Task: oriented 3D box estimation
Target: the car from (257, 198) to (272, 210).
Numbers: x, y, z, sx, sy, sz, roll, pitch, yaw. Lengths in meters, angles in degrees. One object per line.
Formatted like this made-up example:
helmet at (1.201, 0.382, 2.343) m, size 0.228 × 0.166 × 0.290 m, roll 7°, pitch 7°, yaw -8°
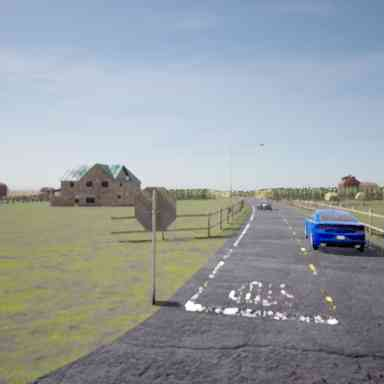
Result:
car at (9.801, 1.636, 45.244) m, size 2.128 × 1.511 × 4.902 m, roll 0°, pitch 0°, yaw 11°

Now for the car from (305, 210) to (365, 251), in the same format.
car at (6.091, 1.538, 14.591) m, size 1.882 × 1.535 × 5.008 m, roll 0°, pitch 0°, yaw 14°
